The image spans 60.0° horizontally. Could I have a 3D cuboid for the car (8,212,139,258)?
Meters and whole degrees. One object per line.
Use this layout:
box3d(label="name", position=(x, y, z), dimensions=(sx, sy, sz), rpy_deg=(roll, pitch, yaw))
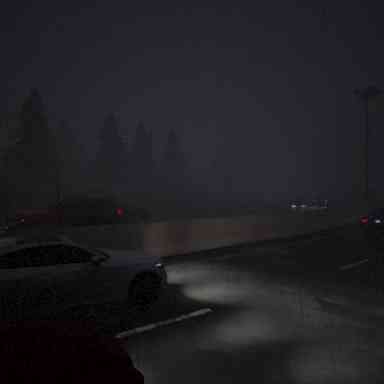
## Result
box3d(label="car", position=(-4.765, 1.631, 13.762), dimensions=(4.718, 1.301, 1.895), rpy_deg=(0, 0, -39))

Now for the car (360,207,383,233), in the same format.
box3d(label="car", position=(11.126, 1.544, 18.727), dimensions=(2.033, 1.411, 5.357), rpy_deg=(0, 0, 43))

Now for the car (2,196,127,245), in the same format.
box3d(label="car", position=(-6.318, 1.259, 16.988), dimensions=(5.566, 2.045, 2.150), rpy_deg=(0, 0, -40))

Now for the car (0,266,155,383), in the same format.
box3d(label="car", position=(-2.621, 1.611, 2.021), dimensions=(4.718, 1.301, 1.895), rpy_deg=(0, 0, -36))

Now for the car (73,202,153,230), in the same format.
box3d(label="car", position=(-5.244, 1.533, 22.548), dimensions=(4.902, 1.511, 2.128), rpy_deg=(0, 0, -43))

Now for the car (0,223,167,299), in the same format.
box3d(label="car", position=(-2.695, 1.541, 6.328), dimensions=(4.674, 1.442, 1.812), rpy_deg=(0, 0, -36))
